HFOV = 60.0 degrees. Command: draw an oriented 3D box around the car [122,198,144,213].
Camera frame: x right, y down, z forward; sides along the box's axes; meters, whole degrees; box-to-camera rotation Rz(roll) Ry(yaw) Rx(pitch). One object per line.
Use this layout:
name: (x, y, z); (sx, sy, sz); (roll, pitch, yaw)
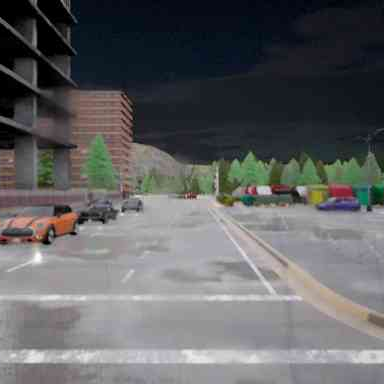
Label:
car: (-6.643, 1.508, 37.688); (1.837, 1.490, 4.892); (0, 0, 1)

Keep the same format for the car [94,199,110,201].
car: (-10.153, 1.501, 37.038); (2.128, 1.511, 4.902); (0, 0, 1)

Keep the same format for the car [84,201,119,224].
car: (-6.835, 1.598, 24.560); (1.895, 1.301, 4.718); (0, 0, 1)

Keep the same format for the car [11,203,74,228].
car: (-10.349, 1.549, 23.573); (2.033, 1.411, 5.357); (0, 0, 1)

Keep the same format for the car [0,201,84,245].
car: (-6.955, 1.345, 15.492); (2.097, 1.767, 4.553); (0, 0, 1)
